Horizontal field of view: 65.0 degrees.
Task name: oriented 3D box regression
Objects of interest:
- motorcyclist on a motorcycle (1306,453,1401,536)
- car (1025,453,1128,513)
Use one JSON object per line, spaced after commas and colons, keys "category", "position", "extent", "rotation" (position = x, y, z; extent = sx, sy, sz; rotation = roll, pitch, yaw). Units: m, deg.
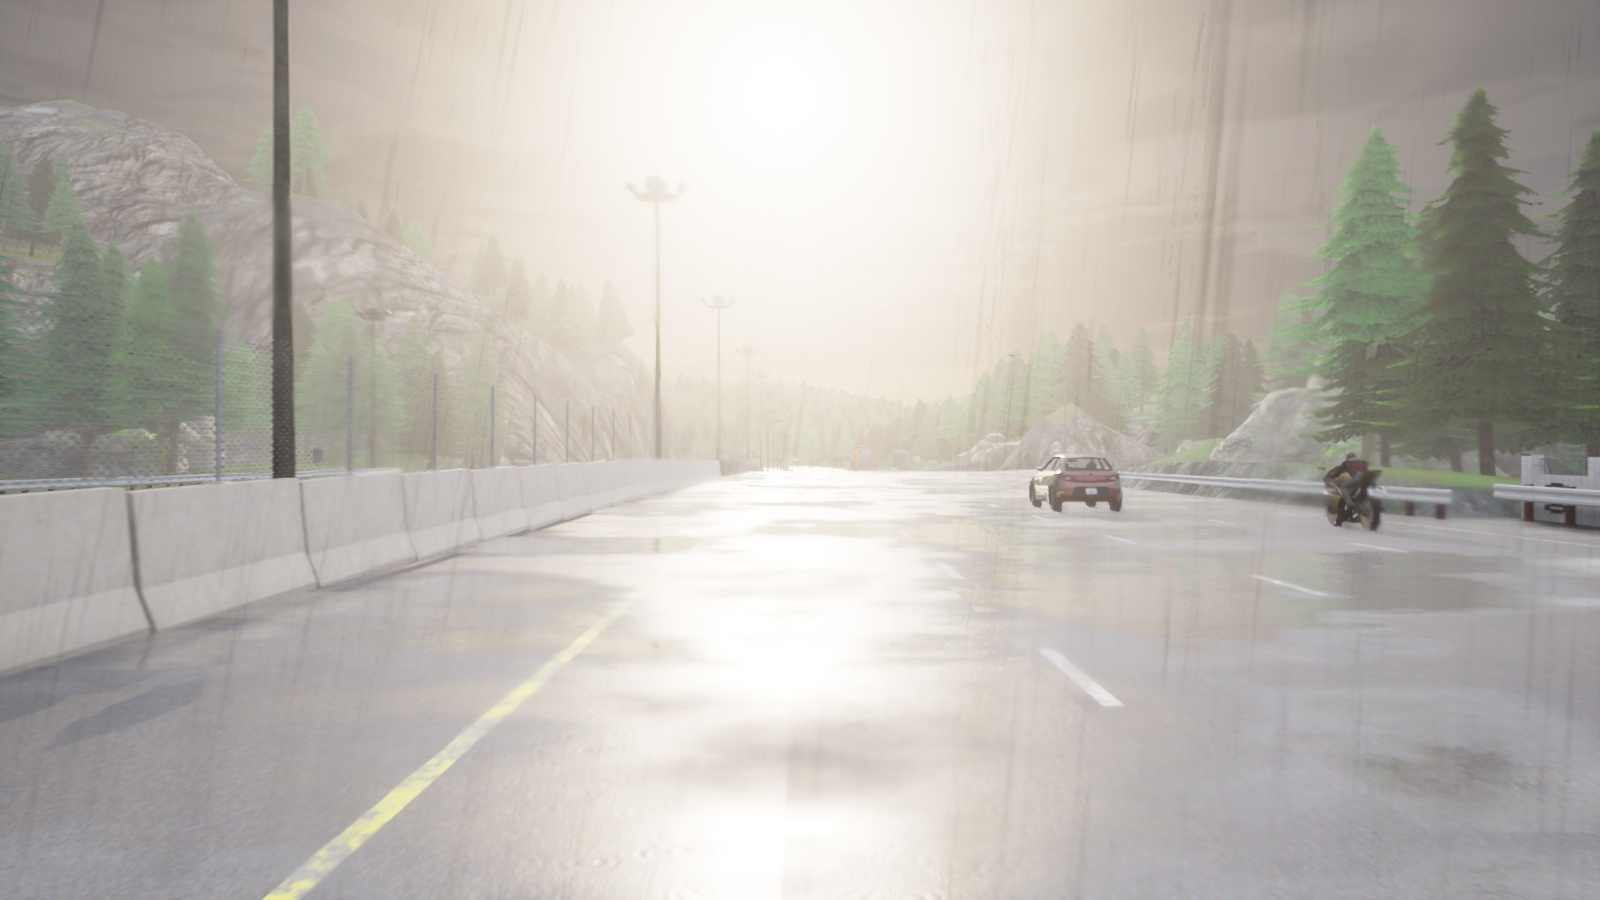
{"category": "motorcyclist on a motorcycle", "position": [10.653, 0.822, 24.258], "extent": [0.866, 1.530, 2.191], "rotation": [0, 0, 0]}
{"category": "car", "position": [7.204, 0.831, 33.132], "extent": [1.816, 1.474, 4.193], "rotation": [0, 0, 0]}
